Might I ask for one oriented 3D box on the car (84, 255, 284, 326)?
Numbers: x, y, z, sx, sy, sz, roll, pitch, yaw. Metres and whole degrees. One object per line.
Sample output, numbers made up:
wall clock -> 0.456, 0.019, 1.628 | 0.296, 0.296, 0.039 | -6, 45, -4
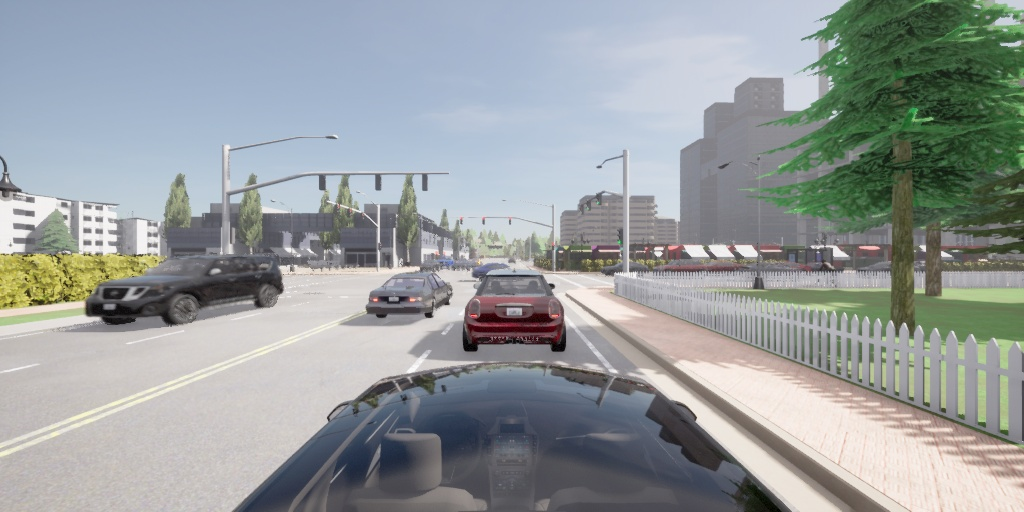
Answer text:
car -> -10.338, 0.971, 12.116 | 2.150, 2.045, 5.566 | 0, 0, 4

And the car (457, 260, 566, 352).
car -> 0.063, 1.102, 9.089 | 2.097, 1.767, 4.553 | 0, 0, 0

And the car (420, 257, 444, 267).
car -> -10.608, 1.255, 46.518 | 1.837, 1.490, 4.892 | 0, 0, 0

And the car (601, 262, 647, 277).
car -> 11.226, 1.276, 35.726 | 4.674, 1.442, 1.812 | 0, 0, -1

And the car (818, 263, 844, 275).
car -> 30.449, 1.351, 36.227 | 4.718, 1.301, 1.895 | 0, 0, -1

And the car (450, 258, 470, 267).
car -> -7.107, 1.314, 51.095 | 1.994, 1.385, 4.181 | 0, 0, 0

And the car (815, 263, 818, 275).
car -> 24.288, 1.228, 32.571 | 5.008, 1.535, 1.882 | 0, 0, -1

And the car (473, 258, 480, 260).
car -> -7.092, 1.297, 60.338 | 2.033, 1.411, 5.357 | 0, 0, 0

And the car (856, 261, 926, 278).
car -> 34.349, 1.255, 32.816 | 4.892, 1.490, 1.837 | 0, 0, -1

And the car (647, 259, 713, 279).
car -> 15.075, 1.102, 32.339 | 4.553, 1.767, 2.097 | 0, 0, -1

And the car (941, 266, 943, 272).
car -> 40.674, 1.241, 36.454 | 4.902, 1.511, 2.128 | 0, 0, -1

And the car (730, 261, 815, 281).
car -> 20.835, 1.241, 28.787 | 4.902, 1.511, 2.128 | 0, 0, -1

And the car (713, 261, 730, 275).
car -> 20.551, 1.227, 35.981 | 5.008, 1.535, 1.882 | 0, 0, -1

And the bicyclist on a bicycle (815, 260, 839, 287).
bicyclist on a bicycle -> 18.789, 1.052, 21.448 | 0.582, 1.620, 1.656 | 0, 0, -1

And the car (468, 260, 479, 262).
car -> -0.852, 1.276, 28.325 | 4.674, 1.442, 1.812 | 0, 0, -1

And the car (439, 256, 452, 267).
car -> -10.601, 0.971, 56.380 | 2.150, 2.045, 5.566 | 0, 0, 0

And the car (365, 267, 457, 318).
car -> -3.420, 1.297, 12.924 | 2.033, 1.411, 5.357 | 0, 0, 0
